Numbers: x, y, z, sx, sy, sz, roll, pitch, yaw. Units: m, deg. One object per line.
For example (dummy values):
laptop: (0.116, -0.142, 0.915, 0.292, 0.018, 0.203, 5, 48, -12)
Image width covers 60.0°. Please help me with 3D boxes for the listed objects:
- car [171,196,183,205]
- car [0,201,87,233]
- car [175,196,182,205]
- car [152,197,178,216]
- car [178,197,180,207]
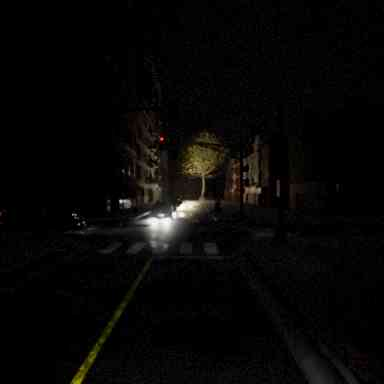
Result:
car: (-2.743, 1.581, 61.486, 1.837, 1.490, 4.892, 0, 0, 0)
car: (-8.421, 1.338, 19.064, 4.553, 1.767, 2.097, 0, 0, -6)
car: (-2.809, 1.626, 51.163, 1.994, 1.385, 4.181, 0, 0, 1)
car: (-2.841, 1.533, 32.766, 2.128, 1.511, 4.902, 0, 0, 0)
car: (-2.842, 1.651, 41.976, 1.895, 1.301, 4.718, 0, 0, 0)
